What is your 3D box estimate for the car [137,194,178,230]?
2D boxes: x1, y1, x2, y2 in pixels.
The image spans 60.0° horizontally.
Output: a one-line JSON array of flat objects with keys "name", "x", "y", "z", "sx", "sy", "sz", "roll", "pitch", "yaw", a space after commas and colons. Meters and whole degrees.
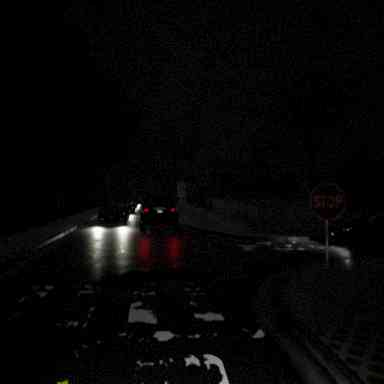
[{"name": "car", "x": -2.090, "y": 1.124, "z": 20.463, "sx": 2.150, "sy": 2.045, "sz": 5.566, "roll": 0, "pitch": 0, "yaw": -7}]

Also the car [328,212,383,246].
[{"name": "car", "x": 8.745, "y": 1.671, "z": 15.418, "sx": 4.674, "sy": 1.442, "sz": 1.812, "roll": 1, "pitch": -2, "yaw": -5}]

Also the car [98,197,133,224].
[{"name": "car", "x": -5.502, "y": 1.341, "z": 23.811, "sx": 1.882, "sy": 1.535, "sz": 5.008, "roll": 0, "pitch": 0, "yaw": -8}]

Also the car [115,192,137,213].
[{"name": "car", "x": -6.849, "y": 1.024, "z": 33.800, "sx": 2.150, "sy": 2.045, "sz": 5.566, "roll": 0, "pitch": 0, "yaw": -8}]

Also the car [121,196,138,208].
[{"name": "car", "x": -8.180, "y": 1.267, "z": 44.075, "sx": 1.837, "sy": 1.490, "sz": 4.892, "roll": 0, "pitch": 0, "yaw": -6}]

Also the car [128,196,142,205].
[{"name": "car", "x": -9.372, "y": 1.350, "z": 54.834, "sx": 1.895, "sy": 1.301, "sz": 4.718, "roll": 0, "pitch": 0, "yaw": -4}]

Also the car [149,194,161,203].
[{"name": "car", "x": -6.793, "y": 1.235, "z": 61.373, "sx": 1.882, "sy": 1.535, "sz": 5.008, "roll": 0, "pitch": 0, "yaw": -2}]
